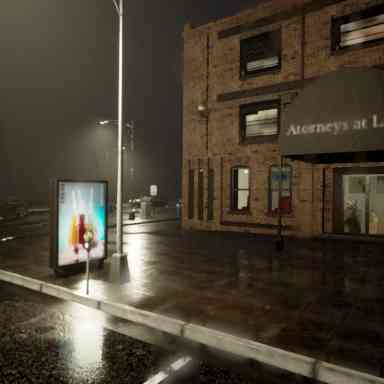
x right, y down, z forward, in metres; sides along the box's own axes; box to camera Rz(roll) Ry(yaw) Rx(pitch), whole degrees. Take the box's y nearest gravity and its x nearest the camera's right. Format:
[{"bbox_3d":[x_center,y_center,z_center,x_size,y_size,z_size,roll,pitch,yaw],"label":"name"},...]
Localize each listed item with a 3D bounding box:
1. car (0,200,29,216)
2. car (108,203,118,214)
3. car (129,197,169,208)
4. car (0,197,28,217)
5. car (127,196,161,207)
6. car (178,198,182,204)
[{"bbox_3d":[-17.702,1.429,30.319,1.895,1.301,4.718,1,1,33],"label":"car"},{"bbox_3d":[-8.950,1.356,30.956,1.882,1.535,5.008,1,1,36],"label":"car"},{"bbox_3d":[-5.108,1.315,42.104,2.033,1.411,5.357,1,1,36],"label":"car"},{"bbox_3d":[-15.963,1.232,27.107,2.097,1.767,4.553,1,1,35],"label":"car"},{"bbox_3d":[-6.481,1.314,45.726,1.895,1.301,4.718,1,1,36],"label":"car"},{"bbox_3d":[-0.369,1.180,54.051,1.812,1.442,4.674,1,1,37],"label":"car"}]
